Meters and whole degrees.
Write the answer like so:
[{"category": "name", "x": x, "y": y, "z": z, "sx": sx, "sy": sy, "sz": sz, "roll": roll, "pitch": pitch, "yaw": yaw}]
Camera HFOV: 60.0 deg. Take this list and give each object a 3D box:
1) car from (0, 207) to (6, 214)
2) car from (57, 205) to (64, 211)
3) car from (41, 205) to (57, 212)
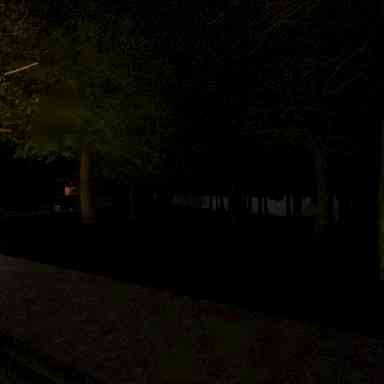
[{"category": "car", "x": -33.020, "y": 3.096, "z": 55.790, "sx": 2.033, "sy": 1.411, "sz": 5.357, "roll": 0, "pitch": -2, "yaw": -10}, {"category": "car", "x": -35.123, "y": 4.239, "z": 87.498, "sx": 2.128, "sy": 1.511, "sz": 4.902, "roll": 0, "pitch": -2, "yaw": -9}, {"category": "car", "x": -33.409, "y": 3.886, "z": 77.215, "sx": 1.837, "sy": 1.490, "sz": 4.892, "roll": 0, "pitch": -2, "yaw": -9}]
